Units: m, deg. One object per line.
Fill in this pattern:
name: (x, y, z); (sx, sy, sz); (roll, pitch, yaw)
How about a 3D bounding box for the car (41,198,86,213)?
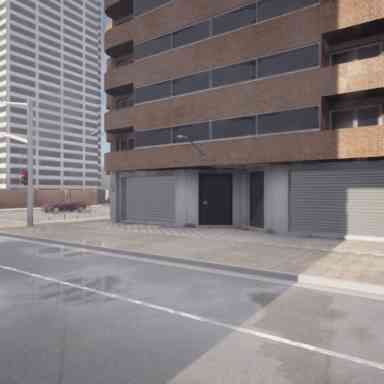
car: (-14.151, 1.478, 36.930); (1.882, 1.535, 5.008); (0, 0, 35)
